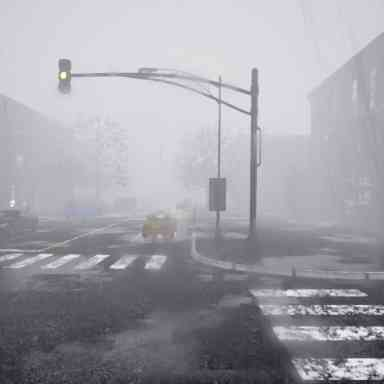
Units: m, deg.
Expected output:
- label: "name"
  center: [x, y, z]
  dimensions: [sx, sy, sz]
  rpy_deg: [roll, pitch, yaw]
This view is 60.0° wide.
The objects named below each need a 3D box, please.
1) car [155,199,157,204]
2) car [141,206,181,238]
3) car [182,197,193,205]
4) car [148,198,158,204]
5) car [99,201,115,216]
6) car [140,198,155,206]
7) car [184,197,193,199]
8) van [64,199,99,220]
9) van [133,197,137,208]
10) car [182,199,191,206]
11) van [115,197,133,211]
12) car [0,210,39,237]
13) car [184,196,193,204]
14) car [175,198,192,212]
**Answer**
- label: "car"
  center: [-9.395, 2.110, 74.125]
  dimensions: [1.887, 1.381, 4.507]
  rpy_deg: [0, 0, 1]
- label: "car"
  center: [-1.740, 1.715, 18.729]
  dimensions: [1.752, 1.417, 4.829]
  rpy_deg: [0, 0, 1]
- label: "car"
  center: [-1.015, 1.983, 74.017]
  dimensions: [2.192, 1.841, 5.009]
  rpy_deg: [0, 0, 1]
- label: "car"
  center: [-9.323, 2.195, 79.670]
  dimensions: [1.802, 1.307, 4.206]
  rpy_deg: [0, 0, 1]
- label: "car"
  center: [-9.904, 1.775, 35.306]
  dimensions: [1.887, 1.381, 4.507]
  rpy_deg: [0, 0, 1]
- label: "car"
  center: [-9.468, 2.084, 68.579]
  dimensions: [1.947, 1.339, 4.313]
  rpy_deg: [0, 0, 1]
- label: "car"
  center: [-1.161, 2.139, 62.923]
  dimensions: [1.947, 1.339, 4.313]
  rpy_deg: [0, 0, 1]
- label: "van"
  center: [-9.975, 1.523, 29.762]
  dimensions: [1.690, 1.788, 3.998]
  rpy_deg: [0, 0, 1]
- label: "van"
  center: [-9.685, 1.715, 51.944]
  dimensions: [1.690, 1.788, 3.998]
  rpy_deg: [0, 0, 1]
- label: "car"
  center: [-1.088, 2.165, 68.469]
  dimensions: [1.887, 1.381, 4.507]
  rpy_deg: [0, 0, 1]
- label: "van"
  center: [-9.758, 1.667, 46.399]
  dimensions: [1.690, 1.788, 3.998]
  rpy_deg: [0, 0, 1]
- label: "car"
  center: [-10.121, 1.667, 18.669]
  dimensions: [1.802, 1.307, 4.206]
  rpy_deg: [0, 0, 1]
- label: "car"
  center: [-0.870, 2.079, 85.108]
  dimensions: [2.192, 1.841, 5.009]
  rpy_deg: [0, 0, 1]
- label: "car"
  center: [-1.379, 1.979, 46.286]
  dimensions: [2.008, 1.369, 4.403]
  rpy_deg: [0, 0, 1]
